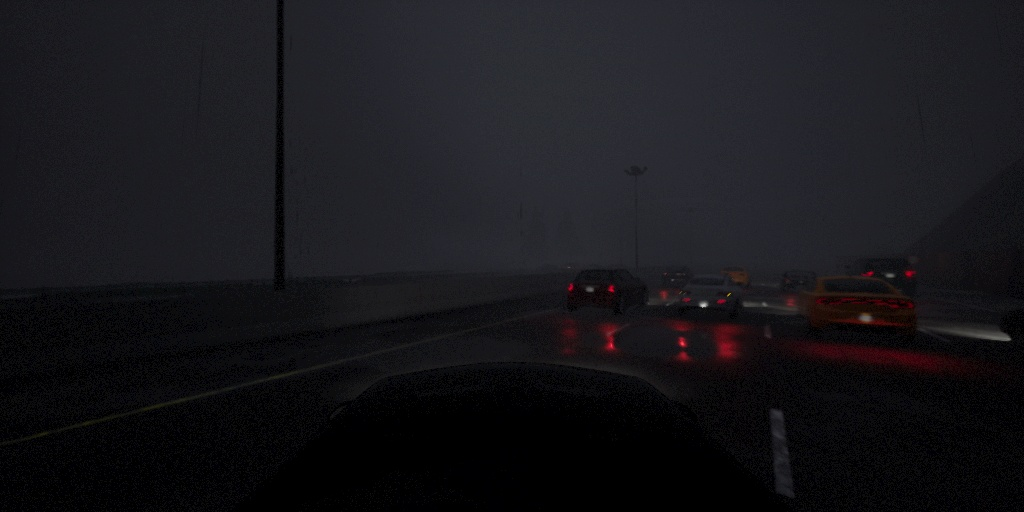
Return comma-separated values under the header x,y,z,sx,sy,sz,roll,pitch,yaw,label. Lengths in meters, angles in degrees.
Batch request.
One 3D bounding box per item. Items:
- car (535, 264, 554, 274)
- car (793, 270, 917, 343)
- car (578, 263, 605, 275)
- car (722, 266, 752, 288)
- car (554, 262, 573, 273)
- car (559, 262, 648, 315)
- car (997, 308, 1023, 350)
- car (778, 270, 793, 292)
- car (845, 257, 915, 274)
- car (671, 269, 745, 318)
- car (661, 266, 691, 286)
x,y,z,sx,sy,sz,roll,pitch,yaw,label
5.280,1.894,53.721,2.128,1.511,4.902,-1,-1,35,car
9.382,1.286,10.115,1.882,1.535,5.008,-1,-1,35,car
11.050,1.796,49.772,1.882,1.535,5.008,-1,-1,35,car
16.470,1.462,26.533,1.882,1.535,5.008,-1,-1,35,car
8.443,1.717,52.147,2.097,1.767,4.553,-1,-1,35,car
4.016,1.248,14.661,2.097,1.767,4.553,-1,-1,35,car
10.692,1.293,5.883,2.033,1.411,5.357,-1,-1,35,car
17.647,1.520,22.101,1.895,1.301,4.718,-1,-1,35,car
20.717,1.104,20.390,2.150,2.045,5.566,-1,-1,35,car
7.612,1.390,13.693,1.812,1.442,4.674,-1,-1,35,car
12.712,1.507,27.263,2.128,1.511,4.902,-1,-1,35,car
